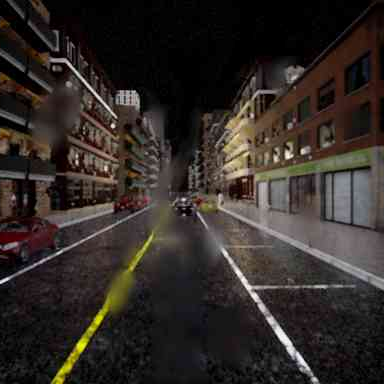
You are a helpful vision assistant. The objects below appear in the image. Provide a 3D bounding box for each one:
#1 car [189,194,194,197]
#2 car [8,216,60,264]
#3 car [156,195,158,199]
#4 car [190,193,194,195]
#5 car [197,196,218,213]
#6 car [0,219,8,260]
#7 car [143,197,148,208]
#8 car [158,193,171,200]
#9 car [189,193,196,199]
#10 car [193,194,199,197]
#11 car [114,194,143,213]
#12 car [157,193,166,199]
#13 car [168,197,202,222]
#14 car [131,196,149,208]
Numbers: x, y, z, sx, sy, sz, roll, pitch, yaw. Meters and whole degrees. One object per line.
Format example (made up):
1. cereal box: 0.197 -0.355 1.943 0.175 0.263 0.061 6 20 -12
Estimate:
1. car: -1.100 1.349 41.856 1.994 1.385 4.181 0 0 -2
2. car: -6.001 1.548 11.655 1.802 1.307 4.206 0 0 -2
3. car: -8.151 1.135 84.893 2.008 1.369 4.403 0 0 -2
4. car: 0.722 1.186 68.234 2.008 1.369 4.403 0 0 -2
5. car: 1.709 1.337 34.602 1.752 1.417 4.829 0 0 -2
6. car: -5.836 1.309 6.020 2.192 1.841 5.009 0 0 -2
7. car: -6.829 1.261 39.822 1.967 1.590 4.097 0 0 -2
8. car: -4.812 1.044 62.749 1.837 1.490 4.892 0 0 -2
9. car: 0.056 1.040 90.938 1.752 1.417 4.829 0 0 -2
10. car: 1.383 1.298 45.699 1.887 1.381 4.507 0 0 -2
11. car: -6.663 1.165 34.189 2.192 1.841 5.009 0 0 -2
12. car: -8.317 1.105 90.527 2.008 1.369 4.403 0 0 -2
13. car: -0.615 1.362 25.267 2.128 1.511 4.902 0 0 -2
14. car: -6.993 1.337 45.458 1.887 1.381 4.507 0 0 -2
